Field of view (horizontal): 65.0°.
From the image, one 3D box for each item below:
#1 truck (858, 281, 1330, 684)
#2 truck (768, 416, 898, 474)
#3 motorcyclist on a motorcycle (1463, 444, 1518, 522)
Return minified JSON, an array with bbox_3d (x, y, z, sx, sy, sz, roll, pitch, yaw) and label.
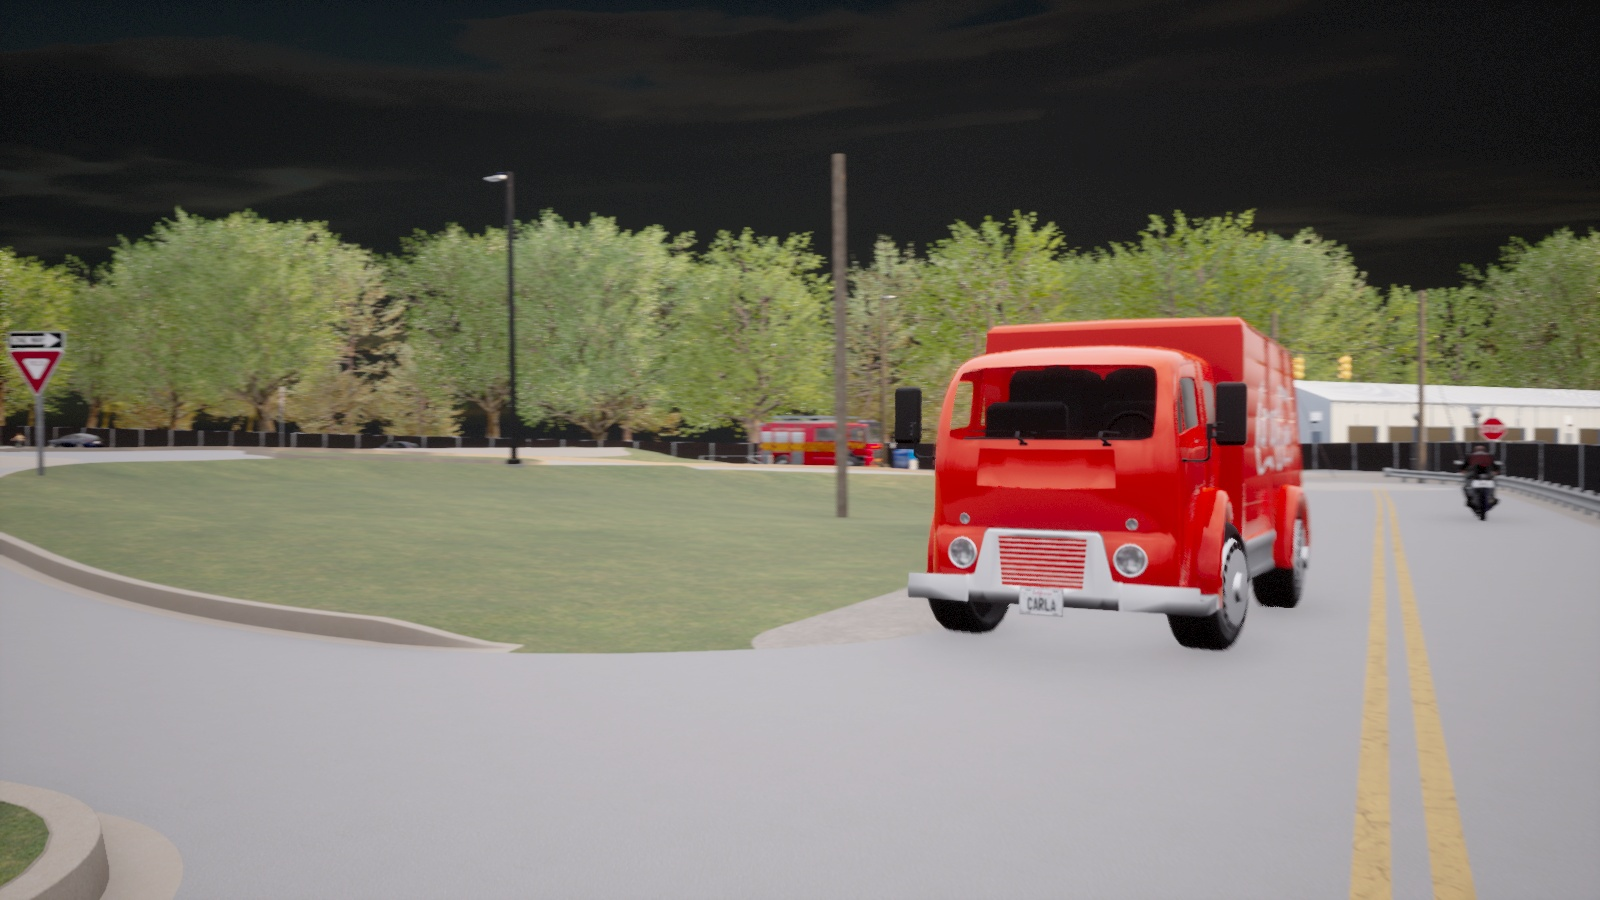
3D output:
[{"bbox_3d":[2.797,0.177,10.592,2.627,2.467,5.204,0,1,28],"label":"truck"},{"bbox_3d":[2.226,-0.394,86.352,8.468,3.827,2.891,1,2,27],"label":"truck"},{"bbox_3d":[14.056,0.643,25.610,0.866,1.530,2.191,0,0,26],"label":"motorcyclist on a motorcycle"}]
